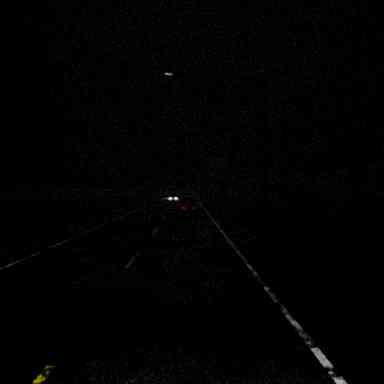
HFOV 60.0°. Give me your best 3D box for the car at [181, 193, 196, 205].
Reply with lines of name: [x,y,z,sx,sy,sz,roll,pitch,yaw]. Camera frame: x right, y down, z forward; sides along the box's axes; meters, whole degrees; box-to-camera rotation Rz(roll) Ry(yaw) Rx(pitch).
car: [-0.446,1.003,46.009,1.812,1.442,4.674,0,1,-1]

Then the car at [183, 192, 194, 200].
car: [-0.674,0.815,64.271,2.033,1.411,5.357,0,1,0]

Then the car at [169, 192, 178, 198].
car: [-4.442,0.700,79.445,1.895,1.301,4.718,0,1,-1]
